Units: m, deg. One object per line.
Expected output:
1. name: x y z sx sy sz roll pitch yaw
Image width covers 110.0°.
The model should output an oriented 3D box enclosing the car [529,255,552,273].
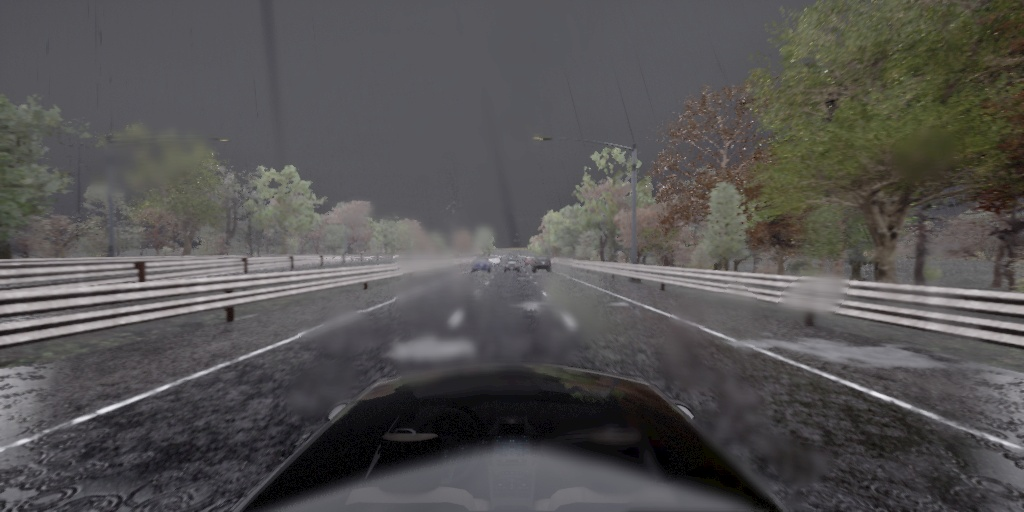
1. car: 3.476 0.902 42.591 2.150 2.045 5.566 0 0 0

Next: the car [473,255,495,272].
1. car: -3.517 1.027 43.504 2.097 1.767 4.553 0 0 0

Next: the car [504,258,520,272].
1. car: -0.017 1.202 43.630 1.812 1.442 4.674 0 0 0
